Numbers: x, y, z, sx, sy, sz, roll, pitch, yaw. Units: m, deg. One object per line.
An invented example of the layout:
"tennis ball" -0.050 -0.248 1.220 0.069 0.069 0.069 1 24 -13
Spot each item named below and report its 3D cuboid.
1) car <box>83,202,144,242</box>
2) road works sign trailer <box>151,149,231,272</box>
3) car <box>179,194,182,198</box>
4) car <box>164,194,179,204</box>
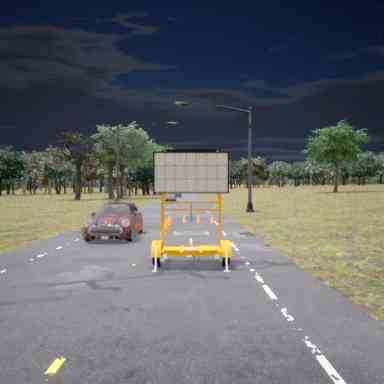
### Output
"car" -3.639 1.313 16.098 2.097 1.767 4.553 0 0 0
"road works sign trailer" -0.026 0.445 10.692 2.380 3.560 2.880 0 0 0
"car" -3.729 0.882 90.327 2.033 1.411 5.357 0 1 0
"car" -3.729 1.157 57.091 1.882 1.535 5.008 0 1 0
